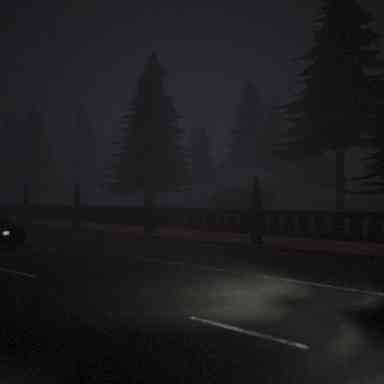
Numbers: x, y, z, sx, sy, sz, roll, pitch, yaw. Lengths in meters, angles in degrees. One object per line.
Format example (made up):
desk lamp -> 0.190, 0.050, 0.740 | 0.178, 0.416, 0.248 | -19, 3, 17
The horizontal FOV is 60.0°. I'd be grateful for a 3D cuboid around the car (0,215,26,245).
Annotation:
car -> -9.325, 1.691, 14.940 | 4.181, 1.385, 1.994 | -1, 0, 35
